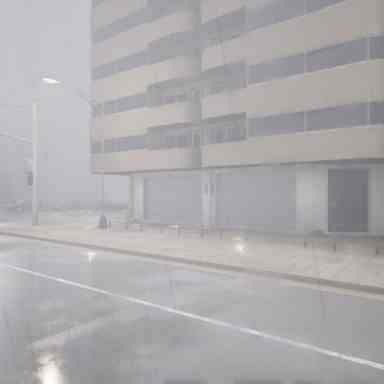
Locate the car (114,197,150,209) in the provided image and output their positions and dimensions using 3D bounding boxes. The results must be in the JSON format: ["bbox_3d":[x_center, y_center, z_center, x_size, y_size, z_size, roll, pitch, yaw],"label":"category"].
[{"bbox_3d":[-8.138,1.478,45.646,1.882,1.535,5.008,0,0,37],"label":"car"}]

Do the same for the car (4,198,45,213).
[{"bbox_3d":[-18.479,1.505,37.577,1.837,1.490,4.892,0,0,37],"label":"car"}]

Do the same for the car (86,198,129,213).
[{"bbox_3d":[-9.252,1.601,37.932,1.895,1.301,4.718,0,0,37],"label":"car"}]

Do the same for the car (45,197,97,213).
[{"bbox_3d":[-13.765,1.505,38.056,1.837,1.490,4.892,0,0,37],"label":"car"}]
